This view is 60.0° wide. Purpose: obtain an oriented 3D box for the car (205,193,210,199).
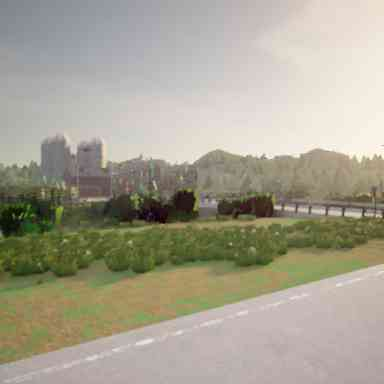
[{"bbox_3d":[1.025,0.881,54.579,2.128,1.511,4.902,0,-2,-35],"label":"car"}]
